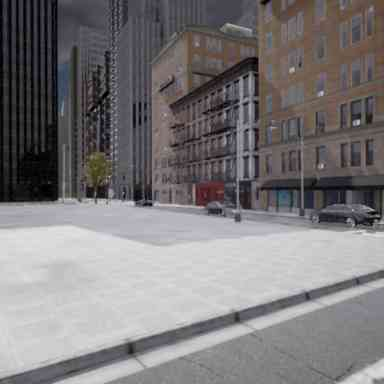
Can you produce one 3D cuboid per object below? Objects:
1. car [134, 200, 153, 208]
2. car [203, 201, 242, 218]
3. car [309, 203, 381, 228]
[{"bbox_3d":[-7.708,1.859,53.244,1.895,1.301,4.718,0,0,-26],"label":"car"},{"bbox_3d":[2.848,1.610,31.696,2.128,1.511,4.902,0,0,-26],"label":"car"},{"bbox_3d":[10.316,1.556,22.859,1.837,1.490,4.892,0,0,-27],"label":"car"}]
